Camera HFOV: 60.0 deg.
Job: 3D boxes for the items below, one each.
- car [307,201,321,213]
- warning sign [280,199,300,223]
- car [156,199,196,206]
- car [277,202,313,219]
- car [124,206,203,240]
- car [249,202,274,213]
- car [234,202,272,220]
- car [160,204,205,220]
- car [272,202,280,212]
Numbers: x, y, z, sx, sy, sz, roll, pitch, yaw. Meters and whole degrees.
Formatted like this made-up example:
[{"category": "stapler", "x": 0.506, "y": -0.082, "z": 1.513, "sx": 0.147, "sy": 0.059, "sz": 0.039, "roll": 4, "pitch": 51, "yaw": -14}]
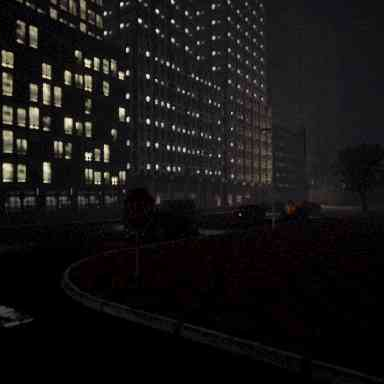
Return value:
[{"category": "car", "x": 18.305, "y": 2.221, "z": 51.210, "sx": 2.097, "sy": 1.767, "sz": 4.553, "roll": -1, "pitch": -2, "yaw": 36}, {"category": "warning sign", "x": 7.845, "y": 1.499, "z": 26.619, "sx": 1.300, "sy": 1.860, "sz": 1.060, "roll": 0, "pitch": 0, "yaw": 36}, {"category": "car", "x": -1.734, "y": 1.653, "z": 29.541, "sx": 2.150, "sy": 2.045, "sz": 5.566, "roll": -1, "pitch": -1, "yaw": 36}, {"category": "car", "x": 11.127, "y": 2.128, "z": 35.810, "sx": 1.994, "sy": 1.385, "sz": 4.181, "roll": -1, "pitch": -1, "yaw": 36}, {"category": "car", "x": -1.530, "y": 1.722, "z": 18.437, "sx": 1.837, "sy": 1.490, "sz": 4.892, "roll": -1, "pitch": -1, "yaw": 36}, {"category": "car", "x": 10.988, "y": 2.378, "z": 52.348, "sx": 1.882, "sy": 1.535, "sz": 5.008, "roll": -1, "pitch": -1, "yaw": 36}, {"category": "car", "x": 6.142, "y": 2.037, "z": 34.488, "sx": 1.837, "sy": 1.490, "sz": 4.892, "roll": -1, "pitch": -2, "yaw": 36}, {"category": "car", "x": -0.963, "y": 2.107, "z": 36.110, "sx": 2.033, "sy": 1.411, "sz": 5.357, "roll": -1, "pitch": -1, "yaw": 36}, {"category": "car", "x": 12.830, "y": 2.337, "z": 49.377, "sx": 1.837, "sy": 1.490, "sz": 4.892, "roll": -1, "pitch": -2, "yaw": 36}]
